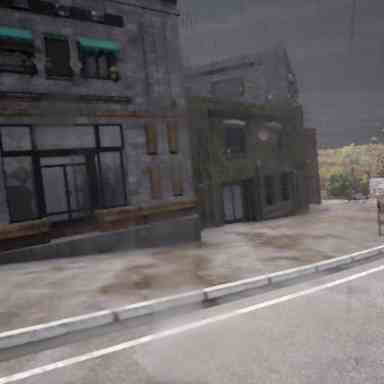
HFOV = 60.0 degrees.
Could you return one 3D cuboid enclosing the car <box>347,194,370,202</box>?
[{"bbox_3d":[31.178,1.058,62.671,2.033,1.411,5.357,-6,-2,-3],"label":"car"}]
